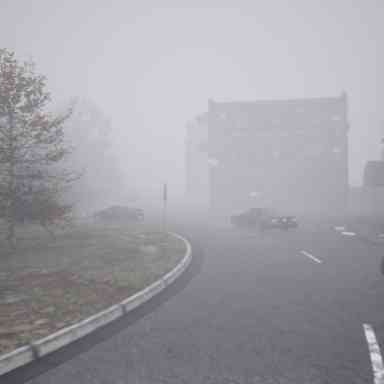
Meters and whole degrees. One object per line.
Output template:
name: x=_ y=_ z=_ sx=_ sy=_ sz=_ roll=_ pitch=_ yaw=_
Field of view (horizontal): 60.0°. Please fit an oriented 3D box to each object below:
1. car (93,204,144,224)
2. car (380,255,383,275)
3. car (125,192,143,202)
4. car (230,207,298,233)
car: x=-6.229 y=1.832 z=28.003 sx=4.892 sy=1.490 sz=1.837 roll=-1 pitch=-2 yaw=32
car: x=6.741 y=1.536 z=7.925 sx=4.181 sy=1.385 sz=1.994 roll=-1 pitch=0 yaw=-15
car: x=-9.553 y=0.751 z=54.977 sx=2.033 sy=1.411 sz=5.357 roll=-1 pitch=5 yaw=5
car: x=4.252 y=1.646 z=20.622 sx=2.033 sy=1.411 sz=5.357 roll=0 pitch=-1 yaw=-19
